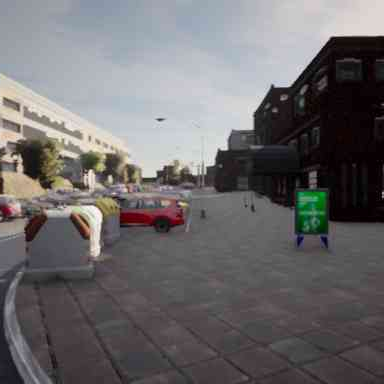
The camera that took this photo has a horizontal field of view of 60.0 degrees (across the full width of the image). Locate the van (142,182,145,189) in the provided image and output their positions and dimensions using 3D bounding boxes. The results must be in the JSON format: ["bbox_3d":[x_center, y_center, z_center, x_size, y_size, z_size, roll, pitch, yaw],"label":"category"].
[{"bbox_3d":[-14.518,-0.990,81.190,4.442,1.987,1.878,0,2,1],"label":"van"}]

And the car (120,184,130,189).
[{"bbox_3d":[-14.946,-0.244,61.651,5.566,2.045,2.435,0,2,1],"label":"car"}]

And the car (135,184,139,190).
[{"bbox_3d":[-14.754,-0.394,72.828,4.674,1.452,2.002,0,2,1],"label":"car"}]

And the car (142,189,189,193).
[{"bbox_3d":[-2.909,0.845,37.377,4.553,1.767,2.185,0,2,1],"label":"car"}]

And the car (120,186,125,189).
[{"bbox_3d":[-14.988,0.147,58.873,4.792,1.488,2.163,0,2,1],"label":"car"}]

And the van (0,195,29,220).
[{"bbox_3d":[-15.329,1.210,25.369,4.442,1.987,1.878,0,2,1],"label":"van"}]

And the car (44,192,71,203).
[{"bbox_3d":[-15.319,1.116,33.626,4.892,1.521,2.231,0,2,1],"label":"car"}]

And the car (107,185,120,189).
[{"bbox_3d":[-15.031,0.102,56.076,4.553,1.767,2.185,0,2,1],"label":"car"}]

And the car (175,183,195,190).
[{"bbox_3d":[-2.071,-1.567,95.244,5.566,2.045,2.435,0,2,1],"label":"car"}]

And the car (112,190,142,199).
[{"bbox_3d":[-7.509,0.906,38.909,1.882,1.535,5.008,0,2,1],"label":"car"}]

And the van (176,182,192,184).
[{"bbox_3d":[-2.023,-1.432,92.455,4.442,1.987,1.878,0,2,1],"label":"van"}]

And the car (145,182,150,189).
[{"bbox_3d":[-14.481,-1.221,89.567,4.553,1.767,2.185,0,2,1],"label":"car"}]

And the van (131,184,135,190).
[{"bbox_3d":[-14.914,-0.550,70.029,4.442,1.987,1.878,0,2,1],"label":"van"}]

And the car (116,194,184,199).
[{"bbox_3d":[-3.141,1.305,25.631,4.553,1.767,2.185,0,2,1],"label":"car"}]

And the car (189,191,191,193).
[{"bbox_3d":[-2.858,0.779,43.256,4.674,1.452,2.002,0,2,1],"label":"car"}]

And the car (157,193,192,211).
[{"bbox_3d":[-2.840,1.200,31.509,5.366,1.575,1.946,0,2,1],"label":"car"}]

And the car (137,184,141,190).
[{"bbox_3d":[-14.746,-0.670,75.612,4.553,1.767,2.185,0,2,1],"label":"car"}]

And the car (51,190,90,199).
[{"bbox_3d":[-15.237,0.889,39.332,5.008,1.535,2.097,0,2,1],"label":"car"}]

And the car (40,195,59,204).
[{"bbox_3d":[-15.366,1.260,30.960,4.674,1.452,2.002,0,2,1],"label":"car"}]

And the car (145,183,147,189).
[{"bbox_3d":[-14.600,-0.874,83.991,4.892,1.521,2.231,0,2,1],"label":"car"}]

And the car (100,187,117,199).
[{"bbox_3d":[-15.010,0.368,53.287,4.792,1.488,2.163,0,2,1],"label":"car"}]

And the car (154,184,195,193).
[{"bbox_3d":[-2.698,0.139,52.050,5.566,2.045,2.435,0,2,1],"label":"car"}]

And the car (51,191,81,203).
[{"bbox_3d":[-15.290,1.001,36.542,4.892,1.521,2.231,0,2,1],"label":"car"}]

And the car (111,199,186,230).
[{"bbox_3d":[-3.146,1.519,22.807,5.008,1.535,2.097,0,2,1],"label":"car"}]

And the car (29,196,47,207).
[{"bbox_3d":[-15.411,1.332,28.171,4.892,1.521,2.231,0,2,1],"label":"car"}]

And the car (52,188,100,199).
[{"bbox_3d":[-15.174,0.528,42.114,5.566,2.045,2.435,0,2,1],"label":"car"}]

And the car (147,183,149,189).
[{"bbox_3d":[-14.548,-0.984,86.783,4.892,1.521,2.231,0,2,1],"label":"car"}]

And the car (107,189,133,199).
[{"bbox_3d":[-10.519,0.634,48.895,1.895,1.301,4.718,0,2,1],"label":"car"}]

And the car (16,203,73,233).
[{"bbox_3d":[-7.756,1.648,18.933,1.812,1.442,4.674,0,1,0],"label":"car"}]

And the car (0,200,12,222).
[{"bbox_3d":[-15.480,1.520,22.572,4.892,1.521,2.231,0,1,1],"label":"car"}]

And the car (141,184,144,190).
[{"bbox_3d":[-14.672,-0.650,78.284,5.008,1.535,2.097,0,2,1],"label":"car"}]

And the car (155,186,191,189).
[{"bbox_3d":[-2.799,0.376,49.246,4.553,1.767,2.185,0,2,1],"label":"car"}]

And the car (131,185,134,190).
[{"bbox_3d":[-14.866,-0.184,67.244,4.792,1.488,2.163,0,2,1],"label":"car"}]

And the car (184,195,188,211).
[{"bbox_3d":[-3.253,1.315,28.578,5.366,1.575,1.946,0,2,1],"label":"car"}]
